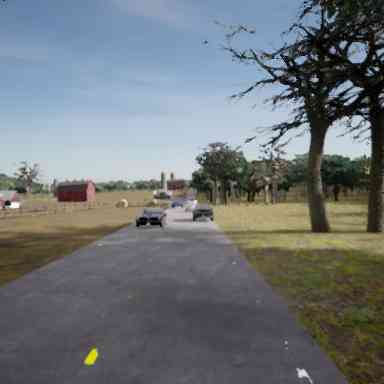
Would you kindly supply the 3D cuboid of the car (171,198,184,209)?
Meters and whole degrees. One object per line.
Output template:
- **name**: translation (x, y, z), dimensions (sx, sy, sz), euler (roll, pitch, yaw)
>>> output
- **car**: translation (-2.761, 2.174, 65.205), dimensions (2.150, 2.045, 5.566), euler (0, -1, 0)

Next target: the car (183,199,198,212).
- **car**: translation (0.009, 2.152, 49.644), dimensions (1.812, 1.442, 4.674), euler (0, -1, 0)

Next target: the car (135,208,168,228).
- **car**: translation (-2.847, 1.821, 23.939), dimensions (1.895, 1.301, 4.718), euler (0, -1, 0)

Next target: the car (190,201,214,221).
- **car**: translation (0.963, 1.819, 30.359), dimensions (1.837, 1.490, 4.892), euler (0, -1, 0)
